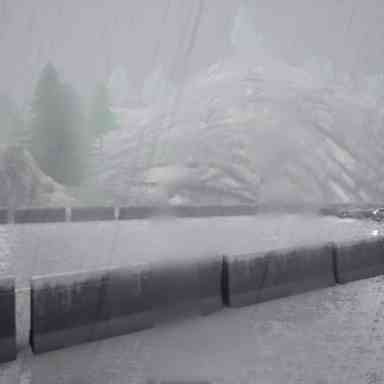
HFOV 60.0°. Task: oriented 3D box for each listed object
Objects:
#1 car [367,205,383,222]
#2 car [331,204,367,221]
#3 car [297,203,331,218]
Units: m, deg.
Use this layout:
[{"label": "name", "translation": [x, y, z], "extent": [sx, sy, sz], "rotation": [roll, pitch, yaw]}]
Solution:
[{"label": "car", "translation": [16.806, 1.596, 27.104], "extent": [4.553, 1.767, 2.097], "rotation": [1, 0, -32]}, {"label": "car", "translation": [15.046, 1.797, 30.132], "extent": [4.181, 1.385, 1.994], "rotation": [1, 0, -32]}, {"label": "car", "translation": [12.794, 1.763, 32.849], "extent": [5.357, 1.411, 2.033], "rotation": [1, 0, -32]}]
